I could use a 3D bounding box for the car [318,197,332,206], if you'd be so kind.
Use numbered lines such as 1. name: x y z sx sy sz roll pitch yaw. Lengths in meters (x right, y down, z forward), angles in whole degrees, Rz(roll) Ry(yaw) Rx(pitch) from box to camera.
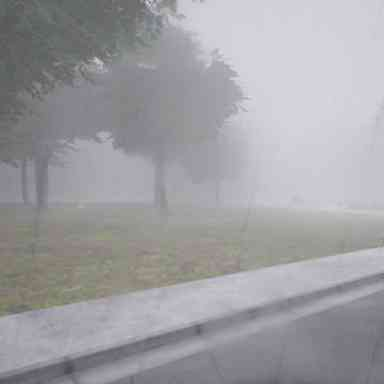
1. car: 23.106 1.894 61.855 2.128 1.511 4.902 1 0 -12

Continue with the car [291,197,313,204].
1. car: 24.054 1.829 73.049 2.033 1.411 5.357 1 0 -12

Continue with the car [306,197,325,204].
1. car: 27.232 1.873 73.729 1.994 1.385 4.181 1 0 -12

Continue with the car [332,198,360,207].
1. car: 29.406 1.993 63.569 2.033 1.411 5.357 1 0 -12

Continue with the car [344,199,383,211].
1. car: 23.270 1.876 45.245 1.994 1.385 4.181 1 0 -12

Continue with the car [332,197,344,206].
1. car: 26.142 1.784 63.297 2.097 1.767 4.553 1 0 -12

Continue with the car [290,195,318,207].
1. car: 20.020 1.589 60.719 2.150 2.045 5.566 1 0 -11
